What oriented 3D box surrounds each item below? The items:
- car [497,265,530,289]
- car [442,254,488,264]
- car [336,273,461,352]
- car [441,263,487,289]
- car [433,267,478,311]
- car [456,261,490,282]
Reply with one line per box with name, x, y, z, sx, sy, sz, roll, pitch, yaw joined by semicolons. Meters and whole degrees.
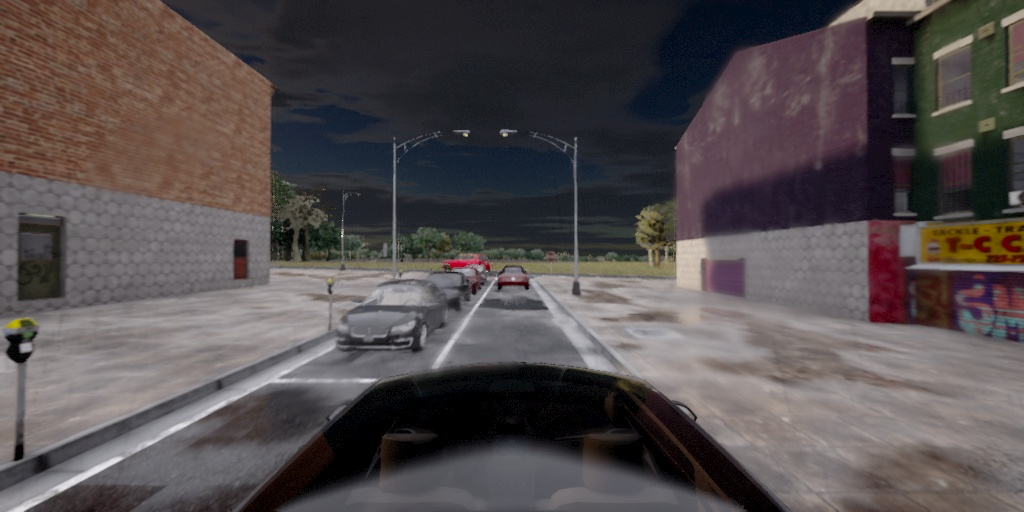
car;0.084;1.283;22.886;1.994;1.385;4.181;0;0;0
car;-4.916;0.826;37.656;5.566;2.045;2.150;1;-2;34
car;-2.640;1.286;8.770;2.007;1.370;4.403;0;0;0
car;-2.643;1.267;19.851;1.888;1.381;4.507;0;0;0
car;-2.641;1.295;14.310;1.948;1.339;4.313;0;0;0
car;-2.645;1.266;25.392;2.007;1.370;4.403;0;0;0
